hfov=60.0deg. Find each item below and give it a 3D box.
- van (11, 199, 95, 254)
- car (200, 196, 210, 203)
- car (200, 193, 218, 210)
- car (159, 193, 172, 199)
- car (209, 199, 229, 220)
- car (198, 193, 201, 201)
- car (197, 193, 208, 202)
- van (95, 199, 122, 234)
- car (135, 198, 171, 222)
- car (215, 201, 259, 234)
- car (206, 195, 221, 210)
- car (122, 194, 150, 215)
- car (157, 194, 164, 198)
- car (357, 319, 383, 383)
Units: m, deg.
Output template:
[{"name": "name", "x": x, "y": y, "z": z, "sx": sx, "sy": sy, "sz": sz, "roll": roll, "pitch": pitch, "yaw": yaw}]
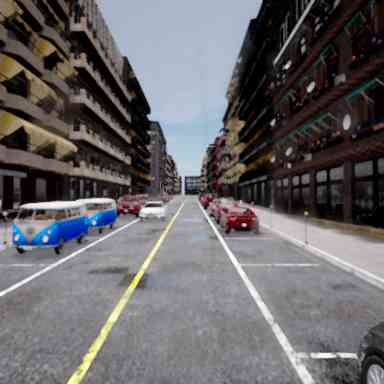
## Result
[{"name": "van", "x": -5.322, "y": 1.287, "z": 12.889, "sx": 1.690, "sy": 1.788, "sz": 3.998, "roll": 1, "pitch": 0, "yaw": 0}, {"name": "car", "x": 2.390, "y": 1.384, "z": 62.630, "sx": 1.802, "sy": 1.307, "sz": 4.206, "roll": 1, "pitch": 0, "yaw": 0}, {"name": "car", "x": 2.453, "y": 1.161, "z": 40.503, "sx": 2.192, "sy": 1.841, "sz": 5.009, "roll": 1, "pitch": 0, "yaw": 0}, {"name": "car", "x": -5.451, "y": 1.124, "z": 62.664, "sx": 2.192, "sy": 1.841, "sz": 5.009, "roll": 1, "pitch": 0, "yaw": 0}, {"name": "car", "x": 2.525, "y": 1.443, "z": 23.910, "sx": 1.887, "sy": 1.381, "sz": 4.507, "roll": 1, "pitch": 0, "yaw": 0}, {"name": "car", "x": 2.421, "y": 1.261, "z": 51.567, "sx": 1.967, "sy": 1.590, "sz": 4.097, "roll": 1, "pitch": 0, "yaw": 0}, {"name": "car", "x": 2.367, "y": 1.106, "z": 73.692, "sx": 2.192, "sy": 1.841, "sz": 5.009, "roll": 1, "pitch": 0, "yaw": 0}, {"name": "van", "x": -5.337, "y": 1.266, "z": 18.421, "sx": 1.690, "sy": 1.788, "sz": 3.998, "roll": 1, "pitch": 0, "yaw": 0}, {"name": "car", "x": -2.813, "y": 1.424, "z": 25.207, "sx": 1.812, "sy": 1.442, "sz": 4.674, "roll": 0, "pitch": 0, "yaw": 0}, {"name": "car", "x": 2.539, "y": 1.462, "z": 18.381, "sx": 1.887, "sy": 1.381, "sz": 4.507, "roll": 1, "pitch": 0, "yaw": 0}, {"name": "car", "x": 2.521, "y": 1.320, "z": 29.442, "sx": 1.967, "sy": 1.590, "sz": 4.097, "roll": 1, "pitch": 0, "yaw": 0}, {"name": "car", "x": -5.365, "y": 1.203, "z": 29.482, "sx": 2.192, "sy": 1.841, "sz": 5.009, "roll": 1, "pitch": 0, "yaw": 0}, {"name": "car", "x": -5.413, "y": 1.406, "z": 46.075, "sx": 1.947, "sy": 1.339, "sz": 4.313, "roll": 1, "pitch": 0, "yaw": 0}, {"name": "car", "x": 2.581, "y": 1.539, "z": 1.789, "sx": 2.008, "sy": 1.369, "sz": 4.403, "roll": 1, "pitch": 0, "yaw": 0}]
